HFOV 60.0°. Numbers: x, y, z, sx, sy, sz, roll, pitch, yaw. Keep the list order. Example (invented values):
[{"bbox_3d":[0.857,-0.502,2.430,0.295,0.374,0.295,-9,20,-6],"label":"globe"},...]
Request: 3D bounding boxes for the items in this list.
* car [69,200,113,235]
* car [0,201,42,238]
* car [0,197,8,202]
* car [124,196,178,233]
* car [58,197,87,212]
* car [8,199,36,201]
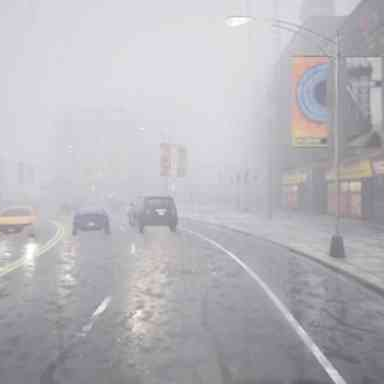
[{"bbox_3d":[-5.885,1.485,19.246,1.882,1.535,5.008,0,0,-18],"label":"car"},{"bbox_3d":[-9.208,1.484,17.701,1.882,1.535,5.008,0,0,-20],"label":"car"},{"bbox_3d":[-29.253,1.539,50.234,4.674,1.452,2.002,0,0,20],"label":"car"},{"bbox_3d":[-2.488,1.229,20.211,2.150,2.045,5.566,0,0,-19],"label":"car"},{"bbox_3d":[-12.821,1.366,36.161,2.097,1.767,4.553,0,0,-44],"label":"car"},{"bbox_3d":[-23.950,1.614,48.063,4.718,1.301,1.895,0,0,30],"label":"car"}]
